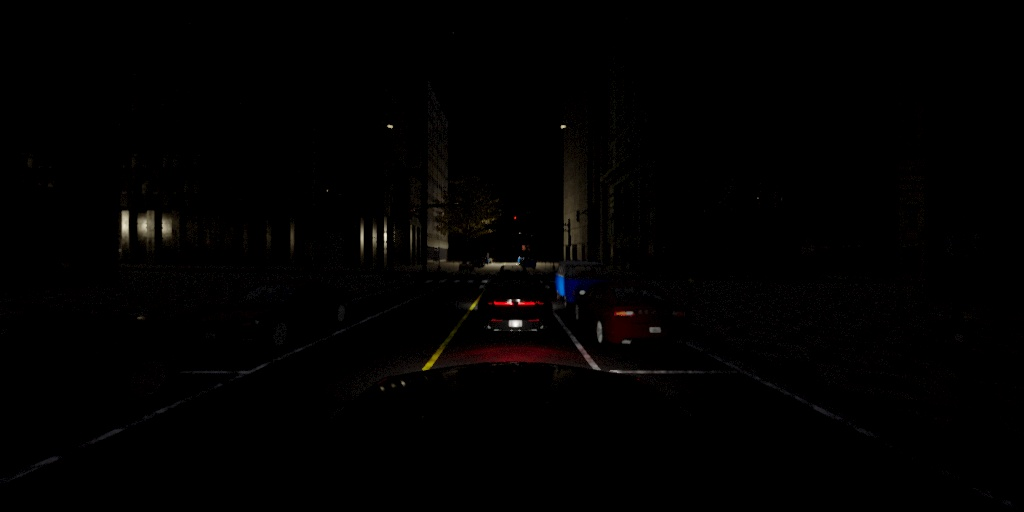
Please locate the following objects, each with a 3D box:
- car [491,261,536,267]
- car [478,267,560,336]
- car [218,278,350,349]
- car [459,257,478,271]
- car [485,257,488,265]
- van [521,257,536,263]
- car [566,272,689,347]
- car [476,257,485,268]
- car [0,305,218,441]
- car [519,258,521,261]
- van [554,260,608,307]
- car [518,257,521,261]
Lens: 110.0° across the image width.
[{"bbox_3d":[0.047,1.225,19.791,2.128,1.511,4.902,0,0,-1],"label":"car"},{"bbox_3d":[0.074,1.246,10.372,1.837,1.490,4.892,0,0,0],"label":"car"},{"bbox_3d":[-5.802,1.287,9.128,1.888,1.381,4.507,0,0,0],"label":"car"},{"bbox_3d":[-5.917,1.244,47.051,1.751,1.417,4.829,0,0,0],"label":"car"},{"bbox_3d":[-5.965,1.031,63.090,2.192,1.841,5.009,0,0,0],"label":"car"},{"bbox_3d":[2.595,1.058,52.647,1.690,1.789,3.998,0,0,0],"label":"van"},{"bbox_3d":[2.753,1.287,9.138,1.888,1.381,4.507,0,0,0],"label":"car"},{"bbox_3d":[-5.947,1.262,57.801,1.888,1.381,4.507,0,0,0],"label":"car"},{"bbox_3d":[-5.782,1.293,3.603,1.888,1.381,4.507,0,0,0],"label":"car"},{"bbox_3d":[2.577,1.283,58.060,1.948,1.339,4.313,0,0,0],"label":"car"},{"bbox_3d":[2.736,1.078,14.663,1.690,1.789,3.998,0,0,0],"label":"van"},{"bbox_3d":[2.559,1.261,63.473,1.888,1.381,4.507,0,0,0],"label":"car"}]
